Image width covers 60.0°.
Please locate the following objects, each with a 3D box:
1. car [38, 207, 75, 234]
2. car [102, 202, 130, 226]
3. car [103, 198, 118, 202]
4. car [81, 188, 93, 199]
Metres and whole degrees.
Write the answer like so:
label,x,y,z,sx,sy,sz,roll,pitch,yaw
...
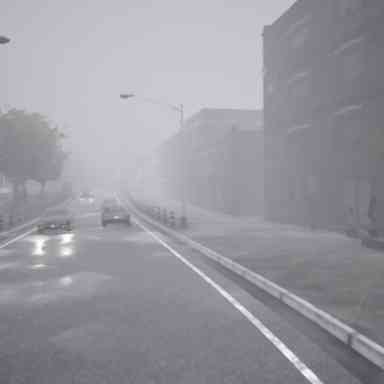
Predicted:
label,x,y,z,sx,sy,sz,roll,pitch,yaw
car,-8.616,1.735,21.417,1.837,1.490,4.892,-2,0,-15
car,-5.737,1.706,24.912,1.994,1.385,4.181,-2,0,-15
car,-10.081,1.469,41.027,1.994,1.385,4.181,-2,2,-15
car,-19.305,0.208,61.195,2.097,1.767,4.553,-2,4,-15
